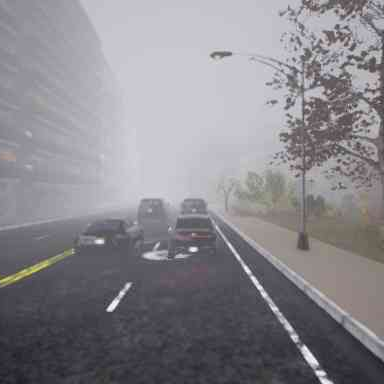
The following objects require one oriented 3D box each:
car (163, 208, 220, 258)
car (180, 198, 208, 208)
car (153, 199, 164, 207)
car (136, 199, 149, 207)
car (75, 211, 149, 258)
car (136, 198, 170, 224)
[{"bbox_3d":[0.078,1.644,13.362,1.837,1.490,4.892,0,0,1],"label":"car"},{"bbox_3d":[0.164,1.507,27.425,2.150,2.045,5.566,0,0,1],"label":"car"},{"bbox_3d":[-6.421,2.198,64.528,1.812,1.442,4.674,0,-1,-1],"label":"car"},{"bbox_3d":[-9.664,2.154,64.745,1.882,1.535,5.008,0,0,-1],"label":"car"},{"bbox_3d":[-3.169,1.703,13.486,1.994,1.385,4.181,0,-1,1],"label":"car"},{"bbox_3d":[-3.085,1.507,27.460,2.150,2.045,5.566,0,0,1],"label":"car"}]
